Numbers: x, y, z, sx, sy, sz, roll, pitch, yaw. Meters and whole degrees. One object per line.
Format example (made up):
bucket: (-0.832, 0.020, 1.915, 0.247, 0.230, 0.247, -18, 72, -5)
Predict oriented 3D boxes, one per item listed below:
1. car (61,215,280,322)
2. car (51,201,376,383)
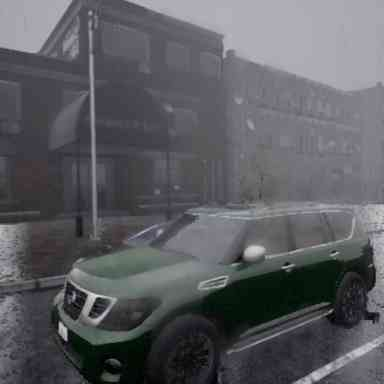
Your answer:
car: (-0.336, 1.476, 8.037, 4.902, 1.511, 2.128, 0, 0, -36)
car: (0.780, 1.207, 5.382, 5.566, 2.045, 2.150, 0, 0, -36)
